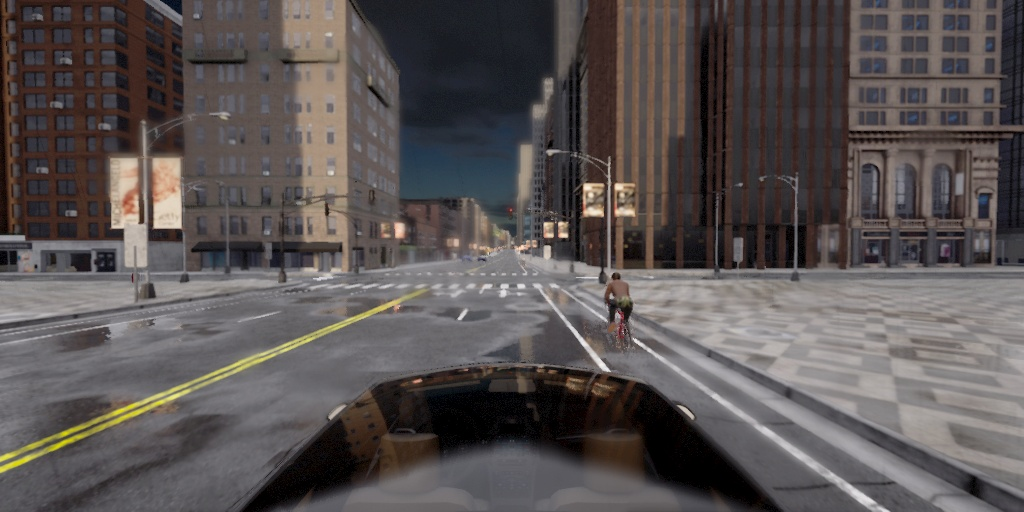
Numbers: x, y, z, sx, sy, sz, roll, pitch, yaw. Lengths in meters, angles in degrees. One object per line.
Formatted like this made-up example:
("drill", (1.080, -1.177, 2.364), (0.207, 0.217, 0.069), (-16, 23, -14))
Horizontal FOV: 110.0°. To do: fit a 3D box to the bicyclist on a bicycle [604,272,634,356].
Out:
("bicyclist on a bicycle", (2.249, 1.177, 7.584), (0.582, 1.620, 1.656), (0, 0, 0))
